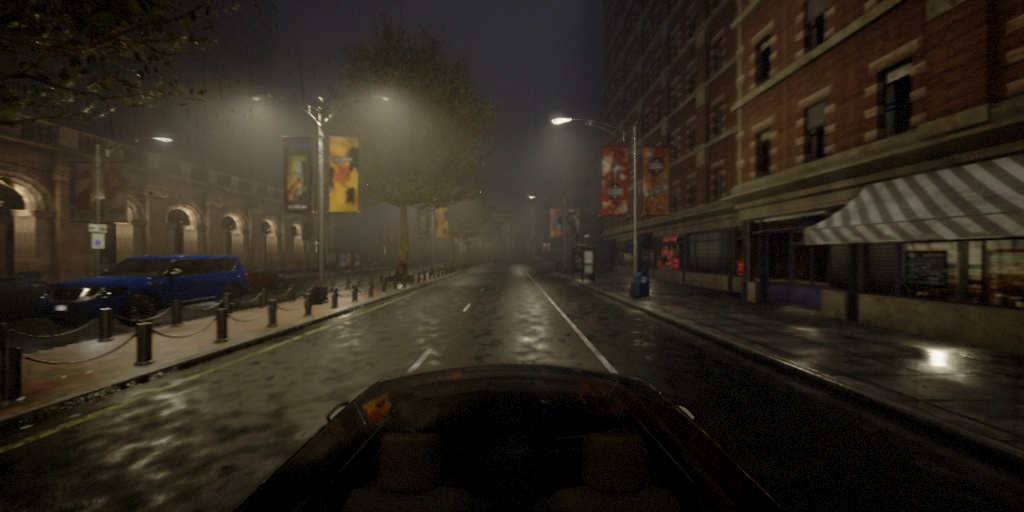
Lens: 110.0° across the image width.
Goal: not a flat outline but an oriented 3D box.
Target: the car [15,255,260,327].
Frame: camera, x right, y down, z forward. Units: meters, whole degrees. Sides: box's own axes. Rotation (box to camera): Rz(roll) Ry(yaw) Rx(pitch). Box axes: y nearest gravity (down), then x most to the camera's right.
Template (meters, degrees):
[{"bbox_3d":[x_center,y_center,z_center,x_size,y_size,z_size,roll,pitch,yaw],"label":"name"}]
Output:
[{"bbox_3d":[-11.500,0.974,11.909,2.150,2.045,5.566,0,0,0],"label":"car"}]

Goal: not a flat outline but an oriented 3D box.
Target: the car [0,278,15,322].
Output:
[{"bbox_3d":[-15.001,1.316,10.066,1.994,1.385,4.181,0,0,0],"label":"car"}]

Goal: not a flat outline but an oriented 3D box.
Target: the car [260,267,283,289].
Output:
[{"bbox_3d":[-15.001,1.318,20.225,1.994,1.385,4.181,0,0,0],"label":"car"}]
